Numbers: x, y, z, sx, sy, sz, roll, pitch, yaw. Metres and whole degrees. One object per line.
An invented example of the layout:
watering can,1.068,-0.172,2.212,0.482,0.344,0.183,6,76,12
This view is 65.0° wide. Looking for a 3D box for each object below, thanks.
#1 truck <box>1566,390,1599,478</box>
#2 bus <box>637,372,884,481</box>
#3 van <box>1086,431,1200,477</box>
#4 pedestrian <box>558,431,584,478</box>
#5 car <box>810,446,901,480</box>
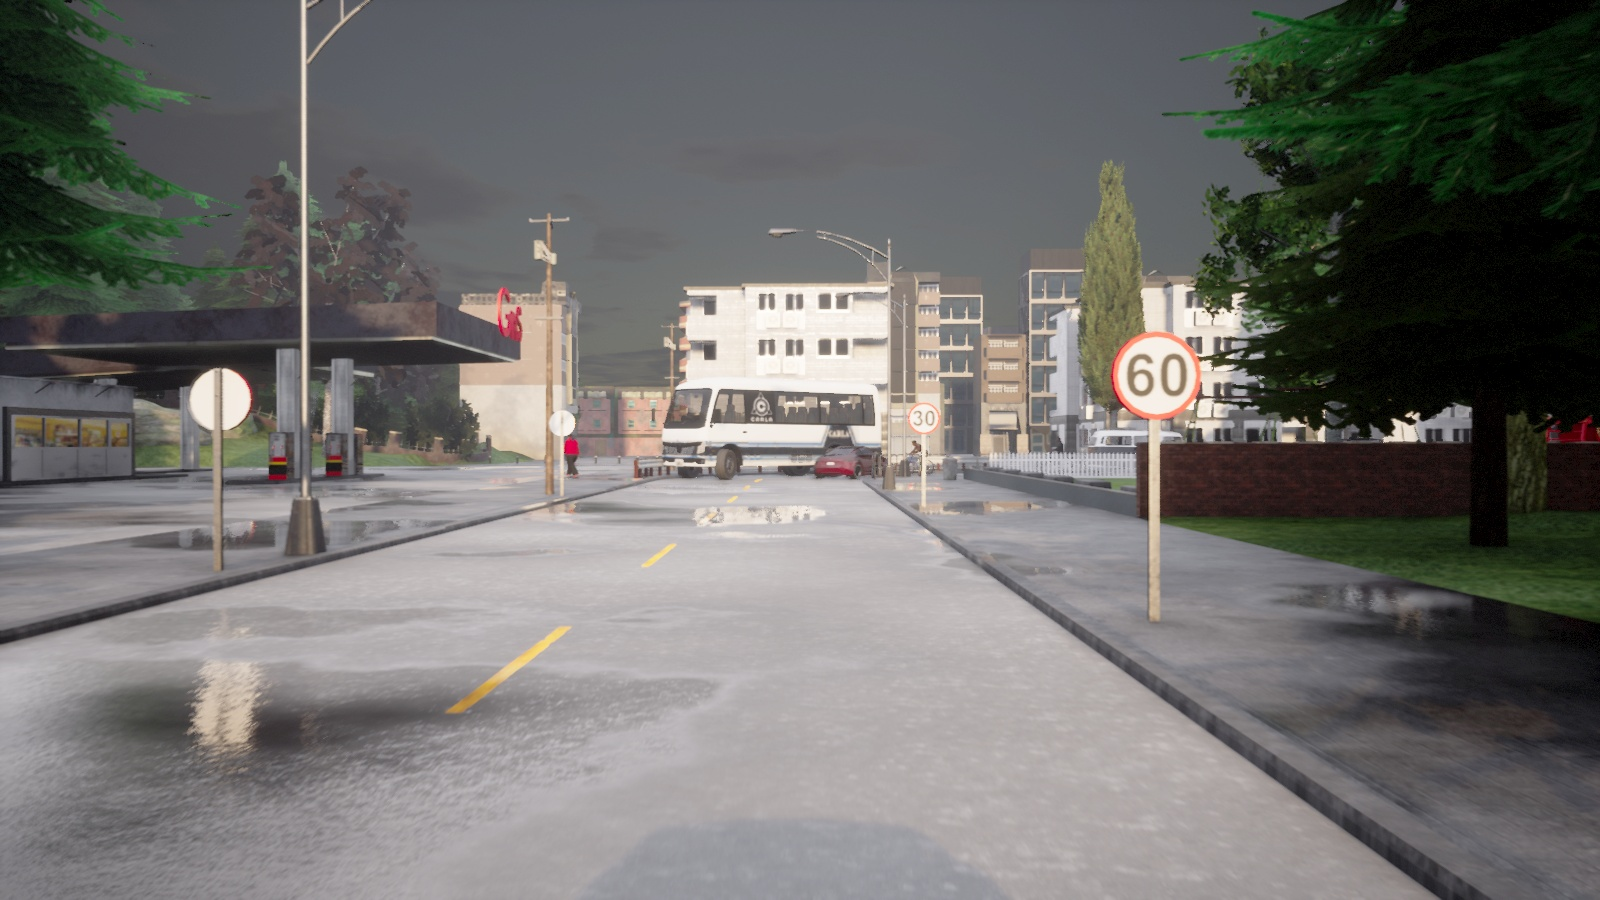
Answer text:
truck,38.948,-0.699,55.468,8.468,3.827,2.891,0,0,0
bus,-1.519,-0.942,53.890,10.273,4.253,3.944,0,1,-39
van,15.136,0.169,55.625,4.480,2.038,2.069,0,0,0
pedestrian,-9.101,0.168,49.896,0.634,1.844,0.899,0,0,-45
car,2.362,0.517,52.626,1.994,1.385,4.181,0,0,33
